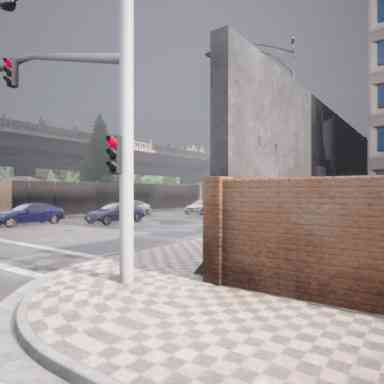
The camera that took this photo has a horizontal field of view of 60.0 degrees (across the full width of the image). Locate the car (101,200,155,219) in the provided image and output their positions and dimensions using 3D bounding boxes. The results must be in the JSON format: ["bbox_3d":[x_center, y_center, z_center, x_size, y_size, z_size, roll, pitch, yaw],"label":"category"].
[{"bbox_3d":[-5.548,1.463,29.290,1.812,1.442,4.674,0,0,36],"label":"car"}]

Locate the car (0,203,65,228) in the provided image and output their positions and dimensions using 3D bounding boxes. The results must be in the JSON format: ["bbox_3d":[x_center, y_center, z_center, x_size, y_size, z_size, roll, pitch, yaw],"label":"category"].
[{"bbox_3d":[-10.772,1.463,22.062,1.812,1.442,4.674,0,0,37],"label":"car"}]

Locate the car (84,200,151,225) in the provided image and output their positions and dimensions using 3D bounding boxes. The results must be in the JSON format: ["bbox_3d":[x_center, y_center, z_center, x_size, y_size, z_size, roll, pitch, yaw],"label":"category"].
[{"bbox_3d":[-5.351,1.464,23.533,1.812,1.442,4.674,0,0,35],"label":"car"}]

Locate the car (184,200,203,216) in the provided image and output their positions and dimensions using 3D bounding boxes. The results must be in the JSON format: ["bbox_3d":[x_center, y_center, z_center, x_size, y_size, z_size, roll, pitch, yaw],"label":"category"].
[{"bbox_3d":[1.104,1.464,32.530,1.812,1.442,4.674,0,0,36],"label":"car"}]
